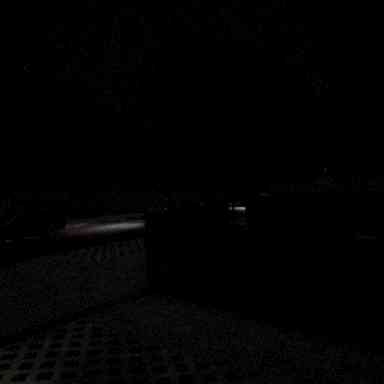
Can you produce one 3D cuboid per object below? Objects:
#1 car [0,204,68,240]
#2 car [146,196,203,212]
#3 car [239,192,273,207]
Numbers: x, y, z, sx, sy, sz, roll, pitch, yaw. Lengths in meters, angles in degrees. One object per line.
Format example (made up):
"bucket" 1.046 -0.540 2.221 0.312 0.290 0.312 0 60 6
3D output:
"car" -7.639 1.300 13.841 2.128 1.511 4.902 0 1 35
"car" -1.105 1.018 23.025 2.128 1.511 4.902 0 2 35
"car" 6.746 0.723 34.050 2.033 1.411 5.357 0 2 36
